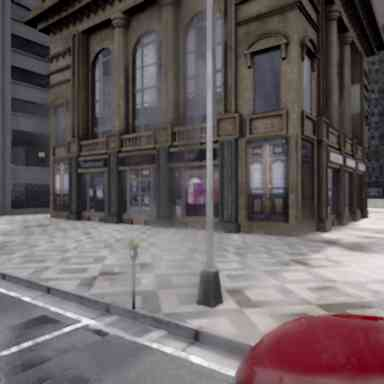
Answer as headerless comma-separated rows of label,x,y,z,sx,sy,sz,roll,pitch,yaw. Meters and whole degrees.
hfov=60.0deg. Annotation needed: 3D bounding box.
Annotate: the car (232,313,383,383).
car,2.451,1.313,1.205,5.009,1.841,2.192,0,0,36
